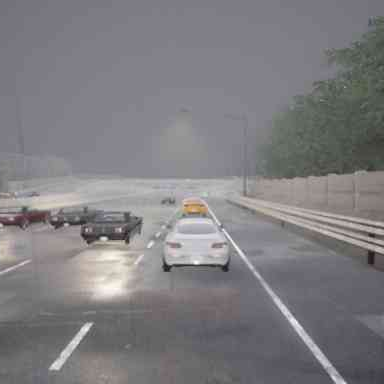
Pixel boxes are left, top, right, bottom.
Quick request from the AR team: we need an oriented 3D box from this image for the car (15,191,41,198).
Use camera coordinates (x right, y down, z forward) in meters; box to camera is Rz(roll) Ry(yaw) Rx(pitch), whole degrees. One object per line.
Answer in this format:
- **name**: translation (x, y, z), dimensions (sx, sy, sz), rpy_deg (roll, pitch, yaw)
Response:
- **car**: translation (-24.262, 0.549, 49.415), dimensions (1.882, 1.535, 5.008), rpy_deg (0, 1, 1)

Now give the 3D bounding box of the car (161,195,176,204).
- **car**: translation (-3.275, 1.044, 47.894), dimensions (1.895, 1.301, 4.718), rpy_deg (0, 1, 1)

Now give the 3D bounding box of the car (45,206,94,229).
- **car**: translation (-6.860, 1.475, 20.406), dimensions (1.895, 1.301, 4.718), rpy_deg (0, 1, 0)

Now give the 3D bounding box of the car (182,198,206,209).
- **car**: translation (0.181, 1.228, 28.708), dimensions (1.882, 1.535, 5.008), rpy_deg (0, 1, 0)

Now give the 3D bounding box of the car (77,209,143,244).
- **car**: translation (-3.479, 1.534, 15.422), dimensions (1.895, 1.301, 4.718), rpy_deg (0, 1, 0)

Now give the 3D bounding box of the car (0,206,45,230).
- **car**: translation (-10.361, 1.477, 20.263), dimensions (1.895, 1.301, 4.718), rpy_deg (0, 1, 0)

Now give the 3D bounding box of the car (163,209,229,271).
- **car**: translation (0.126, 1.496, 10.662), dimensions (1.812, 1.442, 4.674), rpy_deg (0, 0, 0)
